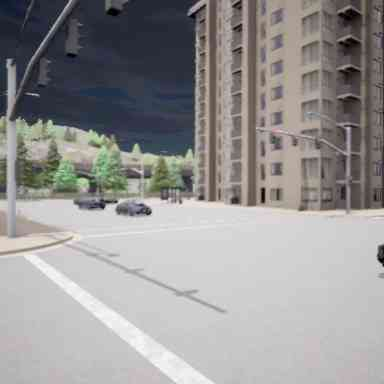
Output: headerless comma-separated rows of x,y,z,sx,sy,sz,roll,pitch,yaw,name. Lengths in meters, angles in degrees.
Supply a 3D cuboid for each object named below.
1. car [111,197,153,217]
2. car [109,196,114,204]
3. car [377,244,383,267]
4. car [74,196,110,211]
-5.261,1.411,29.893,1.994,1.385,4.181,0,0,-38,car
-13.149,1.325,52.293,1.895,1.301,4.718,0,0,-33,car
7.137,1.574,9.234,4.718,1.301,1.895,0,0,-37,car
-11.491,1.395,38.032,1.895,1.301,4.718,0,0,-37,car
